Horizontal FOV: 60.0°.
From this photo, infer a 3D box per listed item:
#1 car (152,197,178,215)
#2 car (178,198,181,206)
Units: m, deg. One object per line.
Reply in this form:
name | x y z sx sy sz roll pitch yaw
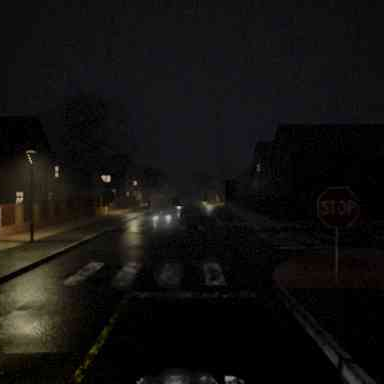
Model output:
car | -2.843 1.491 33.522 2.033 1.411 5.357 0 0 0
car | -2.795 1.496 52.842 1.812 1.442 4.674 0 0 1
